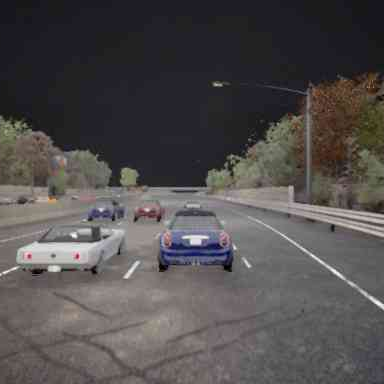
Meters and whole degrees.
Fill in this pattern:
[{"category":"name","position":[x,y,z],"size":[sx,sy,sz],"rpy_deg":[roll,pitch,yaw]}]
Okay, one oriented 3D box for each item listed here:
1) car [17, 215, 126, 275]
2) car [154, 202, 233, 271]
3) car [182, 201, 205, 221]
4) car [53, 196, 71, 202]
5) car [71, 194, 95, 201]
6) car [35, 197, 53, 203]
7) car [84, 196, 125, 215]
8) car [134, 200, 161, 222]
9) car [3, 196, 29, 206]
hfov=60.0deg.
[{"category":"car","position":[-3.399,1.620,10.448],"size":[1.895,1.301,4.718],"rpy_deg":[0,0,0]},{"category":"car","position":[0.099,1.372,11.116],"size":[2.097,1.767,4.553],"rpy_deg":[0,0,0]},{"category":"car","position":[0.099,1.587,28.733],"size":[1.812,1.442,4.674],"rpy_deg":[0,0,0]},{"category":"car","position":[-21.040,1.495,56.335],"size":[2.097,1.767,4.553],"rpy_deg":[0,0,1]},{"category":"car","position":[-17.550,1.359,55.200],"size":[2.150,2.045,5.566],"rpy_deg":[0,0,1]},{"category":"car","position":[-24.536,1.619,55.970],"size":[1.882,1.535,5.008],"rpy_deg":[0,0,1]},{"category":"car","position":[-6.901,1.409,27.373],"size":[2.097,1.767,4.553],"rpy_deg":[0,0,0]},{"category":"car","position":[-3.400,1.409,27.345],"size":[2.097,1.767,4.553],"rpy_deg":[0,0,0]},{"category":"car","position":[-28.048,1.484,53.021],"size":[2.097,1.767,4.553],"rpy_deg":[0,0,0]}]
